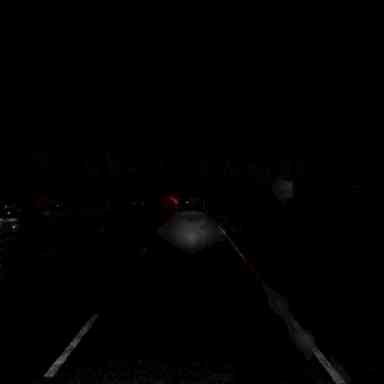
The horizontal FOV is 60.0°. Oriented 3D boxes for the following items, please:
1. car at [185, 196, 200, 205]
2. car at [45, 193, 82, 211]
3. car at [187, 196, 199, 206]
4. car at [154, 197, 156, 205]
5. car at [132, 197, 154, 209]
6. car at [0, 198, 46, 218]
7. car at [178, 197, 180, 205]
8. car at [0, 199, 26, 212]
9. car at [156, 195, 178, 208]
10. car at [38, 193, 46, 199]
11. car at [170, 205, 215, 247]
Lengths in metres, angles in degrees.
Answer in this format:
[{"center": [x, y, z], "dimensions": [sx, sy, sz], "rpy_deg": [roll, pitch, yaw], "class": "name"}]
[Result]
[{"center": [0.048, 1.495, 45.933], "dimensions": [1.812, 1.442, 4.674], "rpy_deg": [0, 0, 1], "class": "car"}, {"center": [-14.992, 1.196, 39.888], "dimensions": [2.150, 2.045, 5.566], "rpy_deg": [0, 0, 0], "class": "car"}, {"center": [0.266, 1.440, 56.113], "dimensions": [1.882, 1.535, 5.008], "rpy_deg": [0, 0, 2], "class": "car"}, {"center": [-6.732, 1.489, 56.298], "dimensions": [1.812, 1.442, 4.674], "rpy_deg": [0, 0, 2], "class": "car"}, {"center": [-6.952, 1.517, 45.938], "dimensions": [2.033, 1.411, 5.357], "rpy_deg": [0, 0, 1], "class": "car"}, {"center": [-15.071, 1.545, 29.408], "dimensions": [1.994, 1.385, 4.181], "rpy_deg": [0, 0, 0], "class": "car"}, {"center": [-3.234, 1.315, 56.176], "dimensions": [2.097, 1.767, 4.553], "rpy_deg": [0, 0, 2], "class": "car"}, {"center": [-21.991, 1.575, 39.827], "dimensions": [1.895, 1.301, 4.718], "rpy_deg": [0, 0, 0], "class": "car"}, {"center": [-3.448, 1.533, 46.348], "dimensions": [1.994, 1.385, 4.181], "rpy_deg": [0, 0, 1], "class": "car"}, {"center": [-18.477, 1.194, 43.230], "dimensions": [2.150, 2.045, 5.566], "rpy_deg": [0, 0, 0], "class": "car"}, {"center": [0.002, 1.516, 14.916], "dimensions": [1.812, 1.442, 4.674], "rpy_deg": [0, 0, 0], "class": "car"}]
